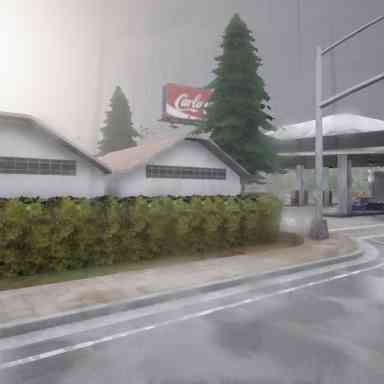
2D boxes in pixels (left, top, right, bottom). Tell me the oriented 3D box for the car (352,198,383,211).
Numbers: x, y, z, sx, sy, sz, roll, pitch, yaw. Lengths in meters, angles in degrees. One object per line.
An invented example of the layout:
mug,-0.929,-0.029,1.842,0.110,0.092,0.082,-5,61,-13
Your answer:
car,20.814,1.480,39.371,4.611,1.667,2.242,0,0,-36

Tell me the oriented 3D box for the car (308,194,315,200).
car,31.815,1.330,88.879,2.152,1.636,5.027,0,0,-36
